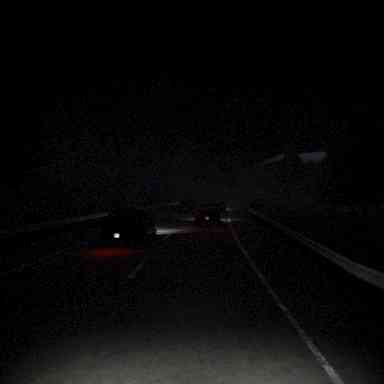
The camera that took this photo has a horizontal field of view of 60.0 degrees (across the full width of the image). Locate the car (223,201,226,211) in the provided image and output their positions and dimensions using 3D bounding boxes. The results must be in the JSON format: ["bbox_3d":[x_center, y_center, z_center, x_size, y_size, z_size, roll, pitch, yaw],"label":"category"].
[{"bbox_3d":[3.377,1.766,42.773,1.895,1.301,4.718,0,0,9],"label":"car"}]

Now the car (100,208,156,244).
[{"bbox_3d":[-2.948,1.544,16.081,1.837,1.490,4.892,0,0,3],"label":"car"}]

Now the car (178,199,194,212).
[{"bbox_3d":[-0.516,1.628,40.544,2.128,1.511,4.902,0,0,8],"label":"car"}]

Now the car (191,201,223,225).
[{"bbox_3d":[1.225,1.618,24.932,1.812,1.442,4.674,0,0,5],"label":"car"}]
